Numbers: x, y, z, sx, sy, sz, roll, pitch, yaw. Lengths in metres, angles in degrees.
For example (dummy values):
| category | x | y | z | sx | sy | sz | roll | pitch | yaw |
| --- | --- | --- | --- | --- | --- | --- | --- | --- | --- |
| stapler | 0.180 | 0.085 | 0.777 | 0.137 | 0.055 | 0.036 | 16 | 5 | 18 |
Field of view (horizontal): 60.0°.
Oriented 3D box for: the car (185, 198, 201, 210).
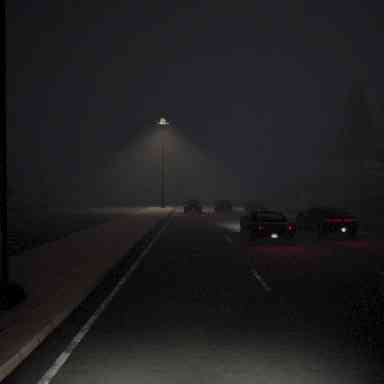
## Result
| category | x | y | z | sx | sy | sz | roll | pitch | yaw |
| --- | --- | --- | --- | --- | --- | --- | --- | --- | --- |
| car | 0.108 | 1.564 | 44.604 | 1.994 | 1.385 | 4.181 | 0 | 0 | 0 |

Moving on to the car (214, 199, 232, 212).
| category | x | y | z | sx | sy | sz | roll | pitch | yaw |
| --- | --- | --- | --- | --- | --- | --- | --- | --- | --- |
| car | 3.609 | 1.526 | 38.670 | 1.812 | 1.442 | 4.674 | 0 | 0 | 0 |

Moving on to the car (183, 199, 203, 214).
| category | x | y | z | sx | sy | sz | roll | pitch | yaw |
| --- | --- | --- | --- | --- | --- | --- | --- | --- | --- |
| car | 0.100 | 1.526 | 35.845 | 1.812 | 1.442 | 4.674 | 0 | 0 | 0 |

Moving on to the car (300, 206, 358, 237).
| category | x | y | z | sx | sy | sz | roll | pitch | yaw |
| --- | --- | --- | --- | --- | --- | --- | --- | --- | --- |
| car | 7.103 | 1.505 | 17.989 | 1.837 | 1.490 | 4.892 | 0 | 0 | 0 |

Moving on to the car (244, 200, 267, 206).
| category | x | y | z | sx | sy | sz | roll | pitch | yaw |
| --- | --- | --- | --- | --- | --- | --- | --- | --- | --- |
| car | 7.107 | 1.601 | 37.653 | 1.895 | 1.301 | 4.718 | 0 | 0 | 0 |

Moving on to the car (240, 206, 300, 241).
| category | x | y | z | sx | sy | sz | roll | pitch | yaw |
| --- | --- | --- | --- | --- | --- | --- | --- | --- | --- |
| car | 3.603 | 1.601 | 16.693 | 1.895 | 1.301 | 4.718 | 0 | 0 | 0 |
